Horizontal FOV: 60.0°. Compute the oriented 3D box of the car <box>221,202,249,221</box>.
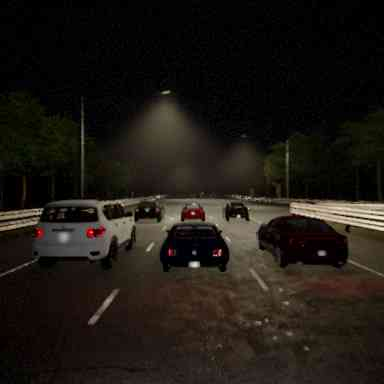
[{"bbox_3d":[3.587,1.597,27.853,1.837,1.490,4.892,0,0,0],"label":"car"}]

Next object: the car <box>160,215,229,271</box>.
[{"bbox_3d":[0.079,1.655,11.079,1.895,1.301,4.718,0,0,0],"label":"car"}]

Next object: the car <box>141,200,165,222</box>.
[{"bbox_3d":[-3.415,1.444,27.525,2.097,1.767,4.553,0,0,0],"label":"car"}]

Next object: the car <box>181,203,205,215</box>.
[{"bbox_3d":[0.087,1.656,28.262,1.994,1.385,4.181,0,0,0],"label":"car"}]

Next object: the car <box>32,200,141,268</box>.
[{"bbox_3d":[-3.418,1.277,11.581,2.150,2.045,5.566,0,0,0],"label":"car"}]

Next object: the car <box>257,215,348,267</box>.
[{"bbox_3d":[3.580,1.534,11.616,1.882,1.535,5.008,0,0,0],"label":"car"}]
